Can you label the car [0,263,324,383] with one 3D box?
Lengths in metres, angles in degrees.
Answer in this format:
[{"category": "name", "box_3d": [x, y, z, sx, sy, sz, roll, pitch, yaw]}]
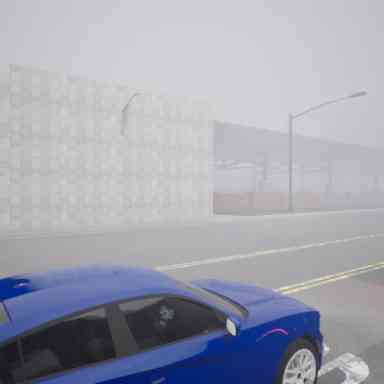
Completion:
[{"category": "car", "box_3d": [-0.733, 1.478, 3.227, 5.008, 1.535, 1.882, 0, 0, -36]}]
